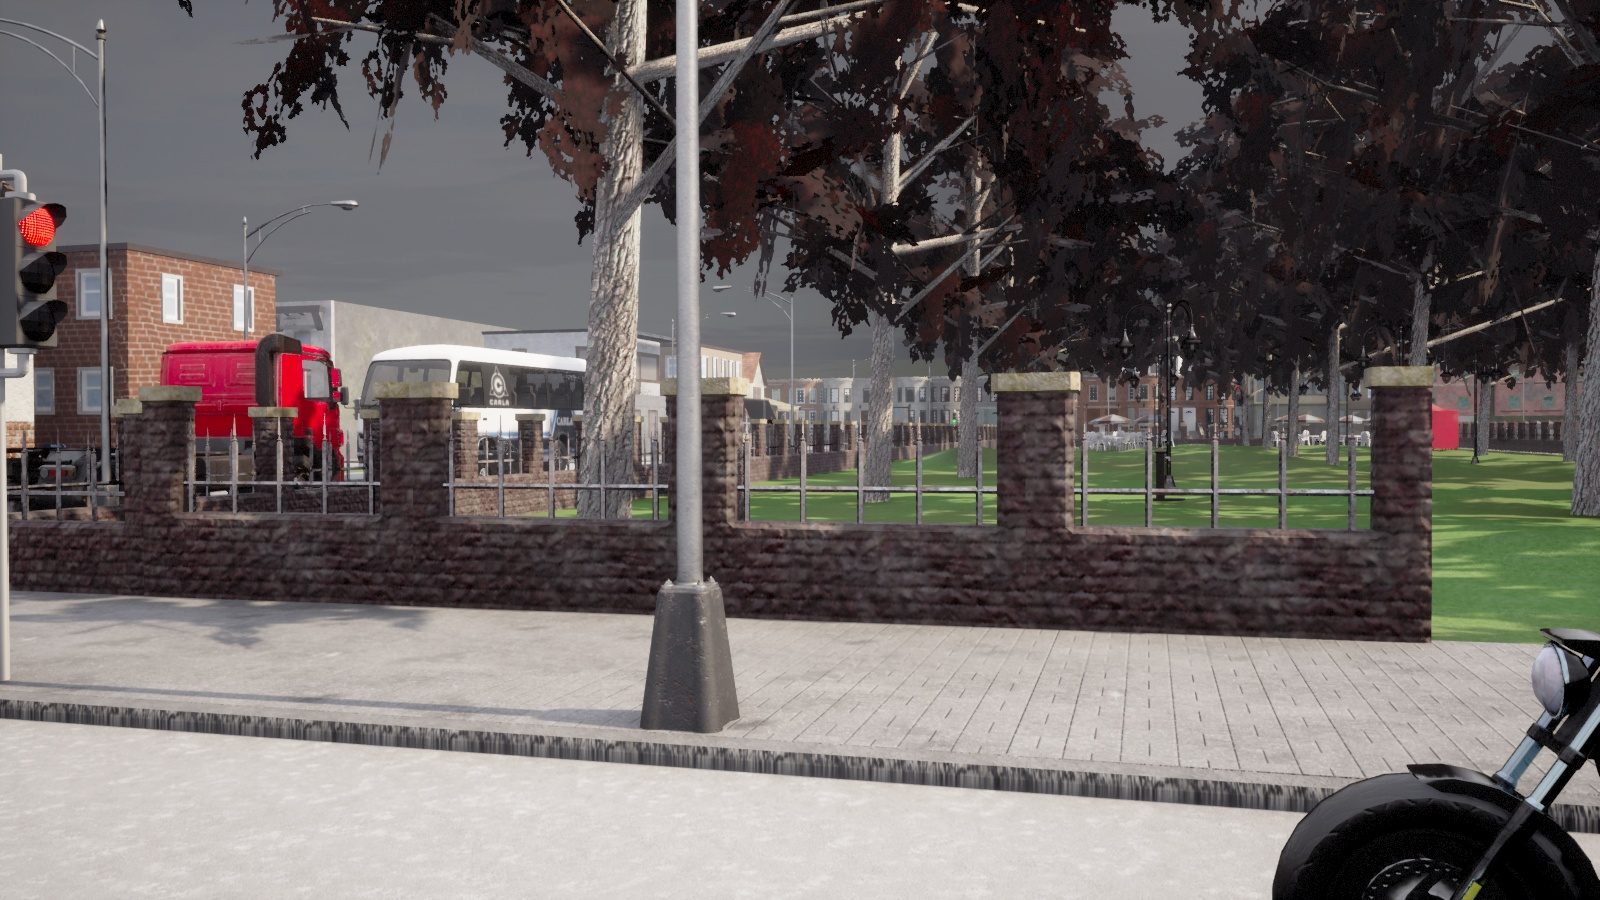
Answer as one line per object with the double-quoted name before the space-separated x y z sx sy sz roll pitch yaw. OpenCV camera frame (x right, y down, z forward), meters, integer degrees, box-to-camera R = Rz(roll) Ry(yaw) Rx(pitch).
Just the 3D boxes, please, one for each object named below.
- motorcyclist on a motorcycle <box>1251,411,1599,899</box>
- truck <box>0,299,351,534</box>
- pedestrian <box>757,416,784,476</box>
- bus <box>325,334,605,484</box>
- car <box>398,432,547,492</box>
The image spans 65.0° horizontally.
"motorcyclist on a motorcycle" 2.336 0.739 2.921 2.350 1.649 0.766 0 1 14
"truck" -11.640 -0.563 22.734 2.891 3.462 7.936 0 1 12
"pedestrian" -0.973 -0.140 41.992 0.659 1.952 0.873 0 1 16
"bus" -10.436 -1.244 40.918 3.944 4.253 10.273 1 1 17
"car" -8.700 0.257 33.847 1.837 1.490 4.892 0 1 13
